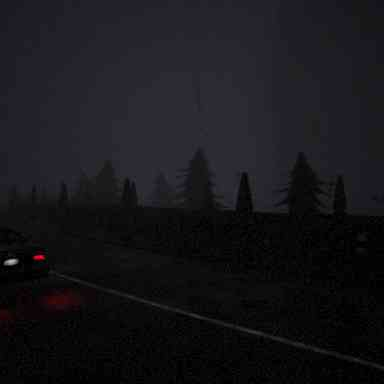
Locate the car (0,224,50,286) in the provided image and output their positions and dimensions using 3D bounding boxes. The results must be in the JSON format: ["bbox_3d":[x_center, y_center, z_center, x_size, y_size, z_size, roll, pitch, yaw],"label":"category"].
[{"bbox_3d":[-5.721,1.546,8.760,5.357,1.411,2.033,0,0,42],"label":"car"}]
